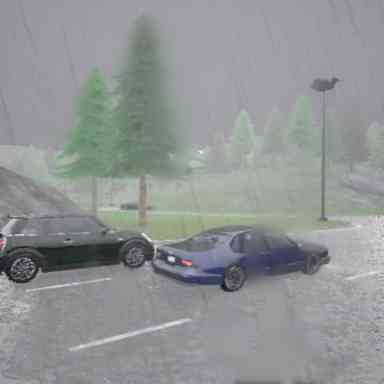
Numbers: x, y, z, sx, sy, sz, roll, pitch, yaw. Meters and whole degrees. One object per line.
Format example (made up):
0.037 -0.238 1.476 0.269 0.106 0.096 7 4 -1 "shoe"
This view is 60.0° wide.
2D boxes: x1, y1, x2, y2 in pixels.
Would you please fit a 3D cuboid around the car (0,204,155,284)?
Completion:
-3.413 1.392 9.911 4.553 1.767 2.097 1 -1 -36 "car"

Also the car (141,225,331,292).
1.552 1.637 9.155 5.357 1.411 2.033 1 -1 -36 "car"

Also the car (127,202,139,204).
-6.886 1.861 42.059 4.718 1.301 1.895 0 -1 41 "car"

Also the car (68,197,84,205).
-21.115 1.759 60.260 1.837 1.490 4.892 1 -1 -34 "car"
